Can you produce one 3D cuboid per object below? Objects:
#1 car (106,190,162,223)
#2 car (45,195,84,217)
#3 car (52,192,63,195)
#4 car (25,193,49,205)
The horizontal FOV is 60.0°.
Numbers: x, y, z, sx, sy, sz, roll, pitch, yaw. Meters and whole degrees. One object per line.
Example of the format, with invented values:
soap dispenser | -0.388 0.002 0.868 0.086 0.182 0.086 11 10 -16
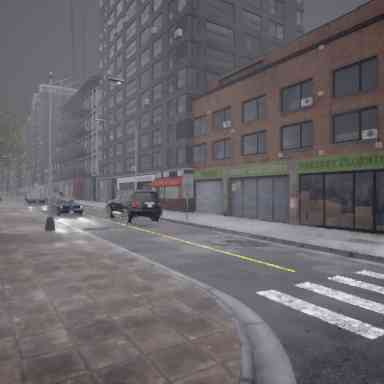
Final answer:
car | -3.970 0.884 22.315 2.150 2.045 5.566 0 1 -32
car | -10.015 1.156 26.321 1.895 1.301 4.718 0 1 -32
car | -18.961 0.721 45.930 2.097 1.767 4.553 0 0 -32
car | -19.866 0.892 42.033 1.882 1.535 5.008 0 0 -32
